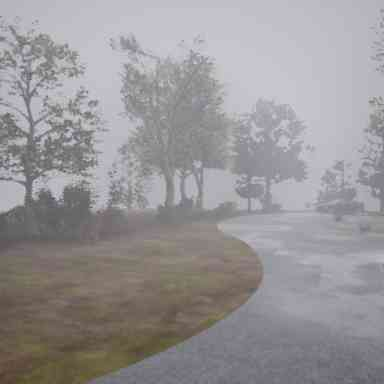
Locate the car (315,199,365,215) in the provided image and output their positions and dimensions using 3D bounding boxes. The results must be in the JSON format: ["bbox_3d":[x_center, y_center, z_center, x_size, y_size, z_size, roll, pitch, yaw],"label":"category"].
[{"bbox_3d":[15.100,1.457,34.030,5.008,1.535,1.882,0,-1,-12],"label":"car"}]
